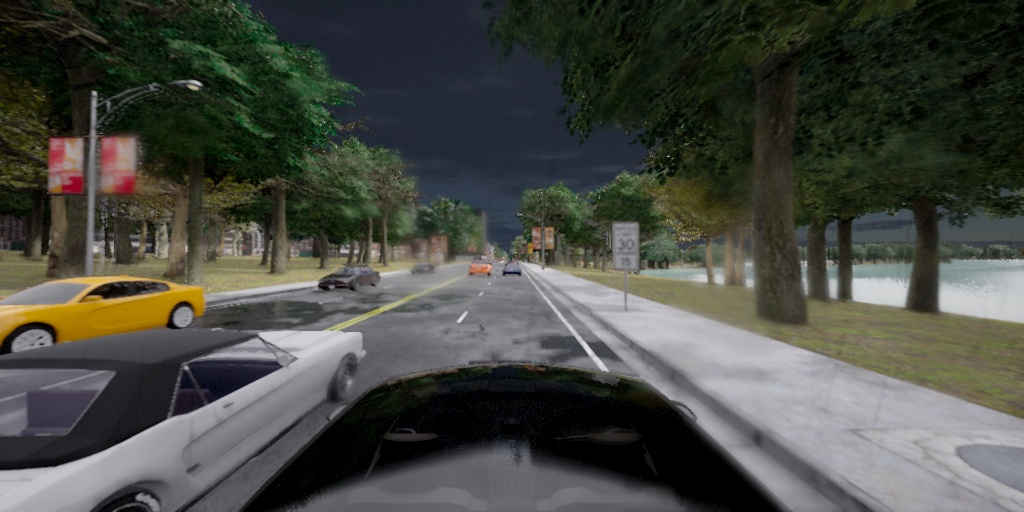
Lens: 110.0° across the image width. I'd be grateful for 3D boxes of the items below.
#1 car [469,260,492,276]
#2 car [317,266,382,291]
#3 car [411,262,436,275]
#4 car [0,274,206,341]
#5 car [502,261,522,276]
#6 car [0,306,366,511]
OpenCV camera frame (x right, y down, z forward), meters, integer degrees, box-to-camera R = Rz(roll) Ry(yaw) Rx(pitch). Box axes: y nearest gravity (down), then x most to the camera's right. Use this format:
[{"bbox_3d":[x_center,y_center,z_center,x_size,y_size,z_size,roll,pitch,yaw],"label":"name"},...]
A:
[{"bbox_3d":[-3.243,1.158,37.621,2.097,1.767,4.553,0,0,0],"label":"car"},{"bbox_3d":[-9.837,1.321,22.236,2.033,1.411,5.357,0,0,0],"label":"car"},{"bbox_3d":[-9.768,1.377,39.747,1.994,1.385,4.181,0,0,0],"label":"car"},{"bbox_3d":[-9.845,1.233,8.301,1.882,1.535,5.008,0,0,0],"label":"car"},{"bbox_3d":[0.008,1.371,37.829,1.994,1.385,4.181,0,0,0],"label":"car"},{"bbox_3d":[-3.150,1.352,3.370,1.895,1.301,4.718,0,0,0],"label":"car"}]
